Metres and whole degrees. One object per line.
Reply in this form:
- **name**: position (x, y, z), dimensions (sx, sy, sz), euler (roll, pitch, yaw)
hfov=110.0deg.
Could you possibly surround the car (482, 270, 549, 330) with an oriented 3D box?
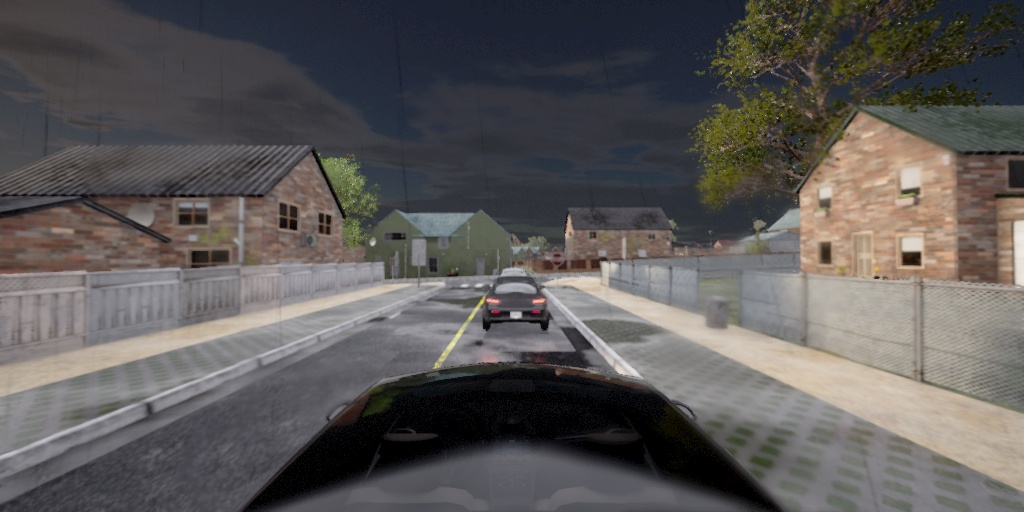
- **car**: position (0.097, 1.333, 11.239), dimensions (1.812, 1.442, 4.674), euler (0, -1, 0)

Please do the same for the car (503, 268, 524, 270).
- **car**: position (0.059, 1.388, 20.407), dimensions (1.812, 1.442, 4.674), euler (0, 0, -1)
